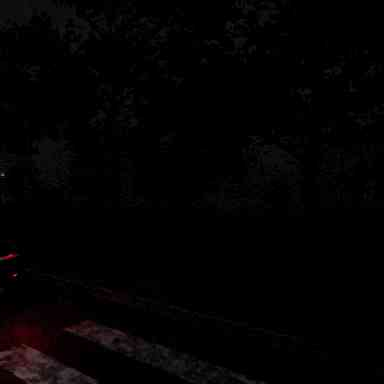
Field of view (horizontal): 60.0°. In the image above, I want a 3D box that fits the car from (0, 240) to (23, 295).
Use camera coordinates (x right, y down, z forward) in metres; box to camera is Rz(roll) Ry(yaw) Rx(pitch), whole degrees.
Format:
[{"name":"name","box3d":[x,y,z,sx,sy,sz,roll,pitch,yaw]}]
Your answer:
[{"name":"car","box3d":[-5.715,1.493,7.455,4.902,1.511,2.128,0,0,36]}]
